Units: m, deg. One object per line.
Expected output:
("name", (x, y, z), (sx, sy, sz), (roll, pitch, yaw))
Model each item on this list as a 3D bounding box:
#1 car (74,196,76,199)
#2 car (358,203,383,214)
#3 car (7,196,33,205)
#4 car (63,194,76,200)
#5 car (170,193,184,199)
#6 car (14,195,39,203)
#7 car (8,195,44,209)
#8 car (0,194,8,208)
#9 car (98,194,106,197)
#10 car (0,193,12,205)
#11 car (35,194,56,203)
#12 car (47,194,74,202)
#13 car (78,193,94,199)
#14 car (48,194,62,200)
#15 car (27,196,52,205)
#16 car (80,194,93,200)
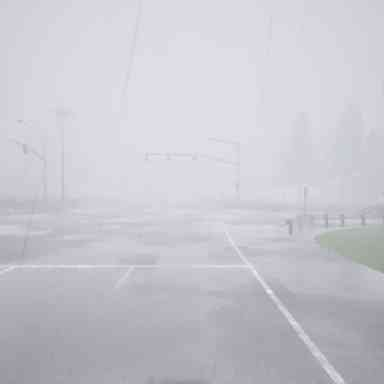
("car", (-24.585, 1.300, 64.923), (1.994, 1.385, 4.181), (0, 0, 0))
("car", (17.374, 1.386, 29.274), (4.902, 1.511, 2.128), (0, 0, 8))
("car", (-28.127, 1.346, 54.603), (1.994, 1.385, 4.181), (0, 0, 2))
("car", (-28.752, 1.231, 78.263), (1.994, 1.385, 4.181), (0, 0, -7))
("car", (-3.891, 0.959, 95.132), (2.097, 1.767, 4.553), (0, 0, -18))
("car", (-31.584, 1.282, 63.699), (2.033, 1.411, 5.357), (0, 0, 0))
("car", (-21.154, 1.360, 42.721), (1.812, 1.442, 4.674), (0, 0, 0))
("car", (-24.659, 1.376, 44.043), (2.033, 1.411, 5.357), (0, 0, 0))
("car", (-22.562, 1.133, 83.463), (1.882, 1.535, 5.008), (0, 0, -10))
("car", (-31.635, 1.136, 54.329), (2.097, 1.767, 4.553), (0, 0, 0))
("car", (-28.084, 1.241, 63.925), (1.837, 1.490, 4.892), (0, 0, 0))
("car", (-21.156, 1.292, 53.435), (1.837, 1.490, 4.892), (0, 0, 0))
("car", (-21.090, 1.086, 66.387), (2.097, 1.767, 4.553), (0, 0, 0))
("car", (-32.379, 1.154, 78.799), (1.882, 1.535, 5.008), (0, 0, -7))
("car", (-24.650, 1.386, 53.984), (1.895, 1.301, 4.718), (0, 0, 0))
("car", (-25.550, 1.208, 80.457), (2.033, 1.411, 5.357), (0, 0, -7))
